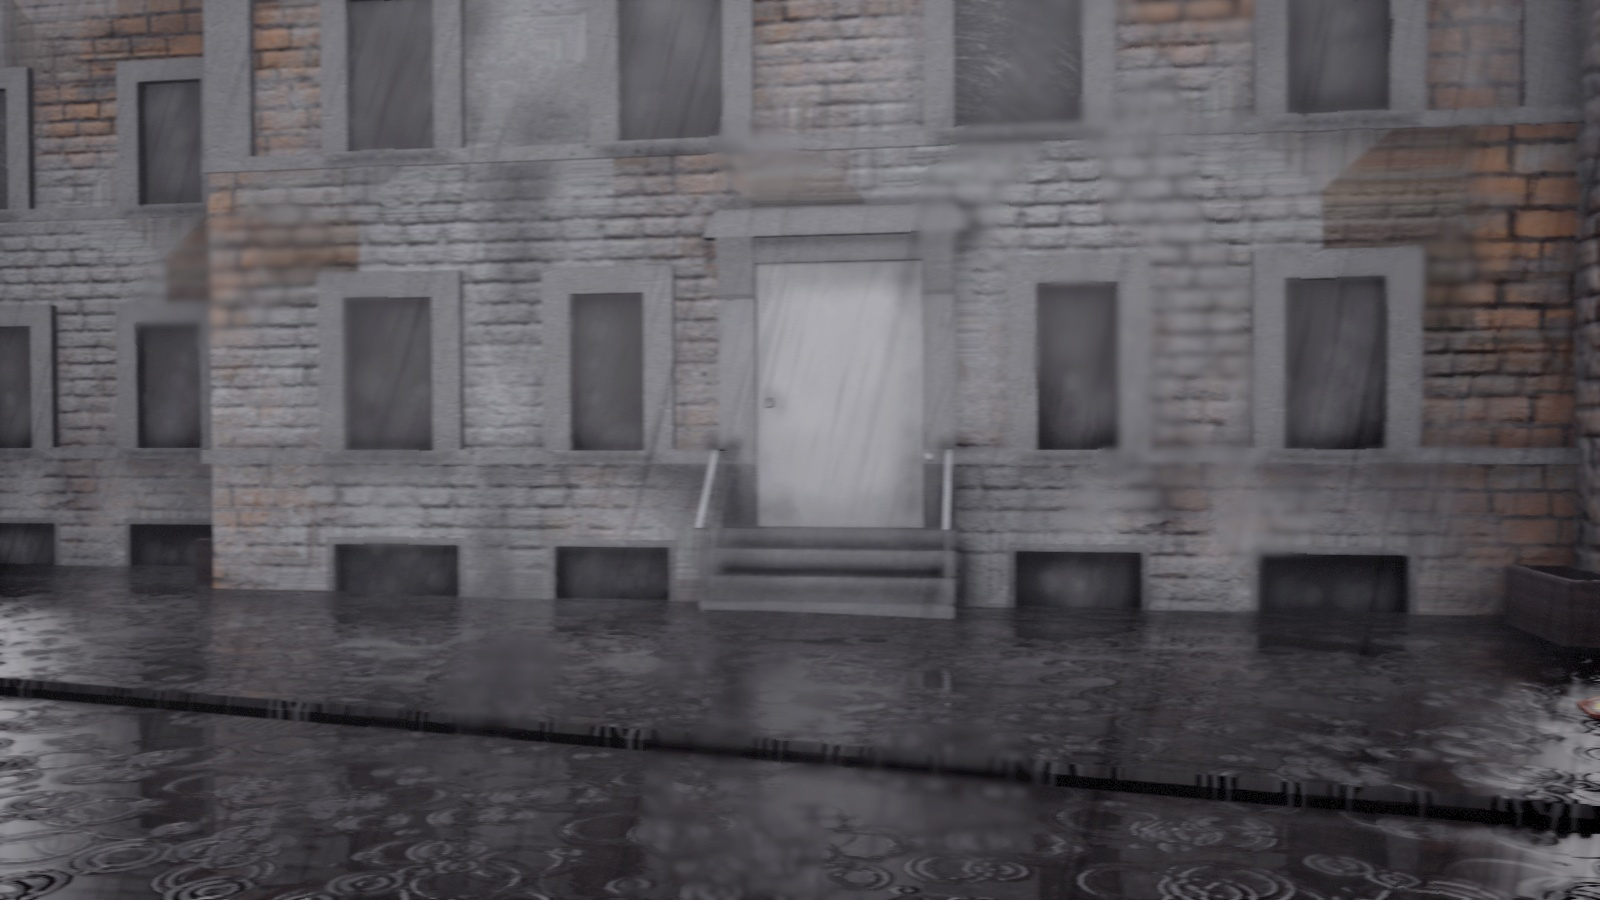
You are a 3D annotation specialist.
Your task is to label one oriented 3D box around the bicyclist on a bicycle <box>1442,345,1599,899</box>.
[{"bbox_3d":[2.550,0.661,2.861,1.843,1.776,0.659,1,1,19],"label":"bicyclist on a bicycle"}]
